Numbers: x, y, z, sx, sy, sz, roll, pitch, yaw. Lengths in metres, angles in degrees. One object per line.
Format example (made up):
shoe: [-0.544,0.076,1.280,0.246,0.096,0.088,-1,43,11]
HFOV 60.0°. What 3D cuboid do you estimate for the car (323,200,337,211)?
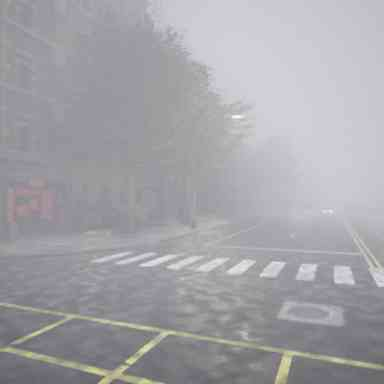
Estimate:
car: [26.772,2.873,65.377,2.128,1.511,4.902,-1,-1,23]

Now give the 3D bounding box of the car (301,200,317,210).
car: [23.539,2.864,66.719,1.882,1.535,5.008,-1,-1,23]

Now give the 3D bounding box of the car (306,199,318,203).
car: [29.922,2.983,82.103,1.994,1.385,4.181,-1,-1,23]

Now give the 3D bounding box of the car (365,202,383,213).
car: [29.163,2.592,52.745,1.812,1.442,4.674,-1,-1,23]

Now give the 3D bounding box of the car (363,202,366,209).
car: [35.902,2.881,69.117,1.882,1.535,5.008,-1,-1,23]

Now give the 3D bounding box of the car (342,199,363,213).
car: [25.537,2.438,53.161,2.097,1.767,4.553,-1,-1,23]

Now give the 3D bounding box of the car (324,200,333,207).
car: [33.166,2.748,80.794,2.097,1.767,4.553,-1,-1,23]
